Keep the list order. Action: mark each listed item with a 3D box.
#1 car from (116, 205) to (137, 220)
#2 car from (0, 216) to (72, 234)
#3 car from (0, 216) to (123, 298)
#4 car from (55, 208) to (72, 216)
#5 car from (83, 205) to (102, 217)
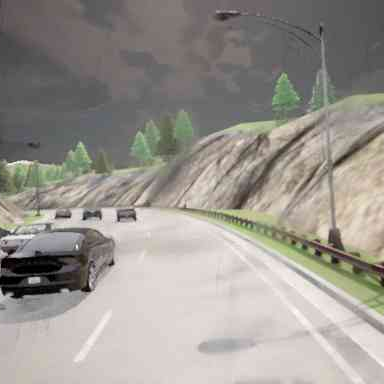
[{"bbox_3d":[-6.759,2.108,34.147,2.128,1.511,4.902,-3,0,-13],"label":"car"},{"bbox_3d":[-7.317,2.137,16.184,1.895,1.301,4.718,-3,0,-6],"label":"car"},{"bbox_3d":[-3.452,1.742,9.529,1.882,1.535,5.008,-3,0,-2],"label":"car"},{"bbox_3d":[-17.429,2.883,45.174,1.994,1.385,4.181,-3,0,-19],"label":"car"},{"bbox_3d":[-11.578,2.283,38.809,2.097,1.767,4.553,-3,0,-15],"label":"car"}]
